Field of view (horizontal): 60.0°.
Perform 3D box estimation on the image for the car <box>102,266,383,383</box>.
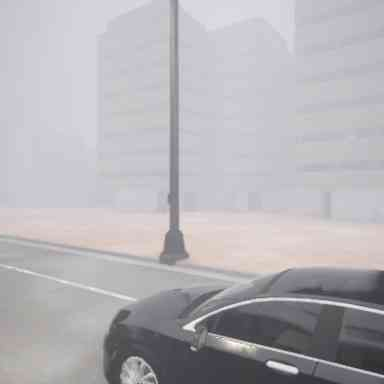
[{"bbox_3d":[1.206,1.504,3.133,4.892,1.490,1.837,0,0,36],"label":"car"}]
